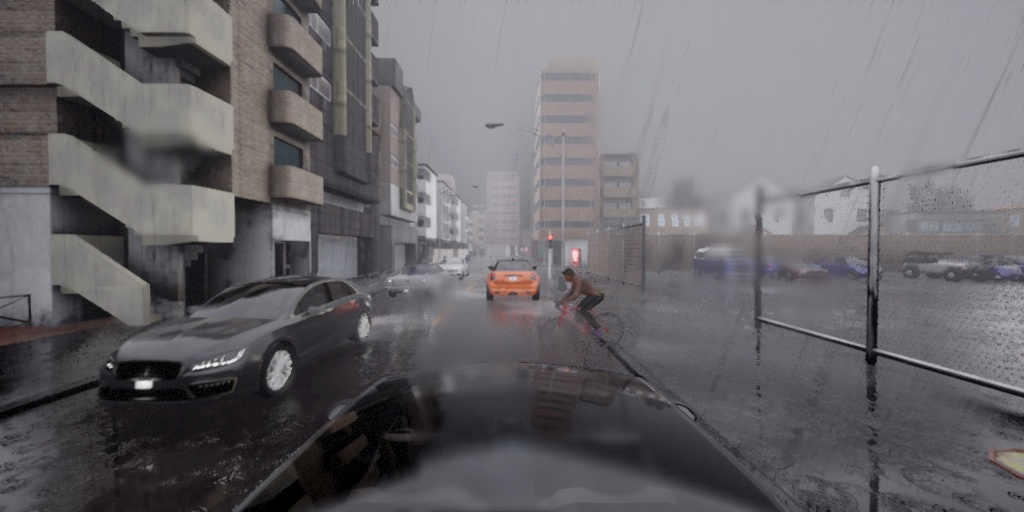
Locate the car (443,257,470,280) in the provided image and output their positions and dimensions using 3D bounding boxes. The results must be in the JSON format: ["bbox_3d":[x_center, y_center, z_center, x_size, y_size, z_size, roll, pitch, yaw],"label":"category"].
[{"bbox_3d":[-4.116,0.824,25.025,1.812,1.442,4.674,0,1,0],"label":"car"}]

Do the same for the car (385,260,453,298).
[{"bbox_3d":[-4.153,1.063,16.439,1.895,1.301,4.718,0,1,0],"label":"car"}]

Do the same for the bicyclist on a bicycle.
[{"bbox_3d":[1.339,1.045,7.053,1.656,1.620,0.582,-6,1,0],"label":"bicyclist on a bicycle"}]

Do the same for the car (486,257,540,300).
[{"bbox_3d":[0.028,0.835,15.713,2.097,1.767,4.553,0,1,0],"label":"car"}]

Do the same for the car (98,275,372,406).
[{"bbox_3d":[-4.126,1.158,6.438,1.837,1.490,4.892,0,1,0],"label":"car"}]
